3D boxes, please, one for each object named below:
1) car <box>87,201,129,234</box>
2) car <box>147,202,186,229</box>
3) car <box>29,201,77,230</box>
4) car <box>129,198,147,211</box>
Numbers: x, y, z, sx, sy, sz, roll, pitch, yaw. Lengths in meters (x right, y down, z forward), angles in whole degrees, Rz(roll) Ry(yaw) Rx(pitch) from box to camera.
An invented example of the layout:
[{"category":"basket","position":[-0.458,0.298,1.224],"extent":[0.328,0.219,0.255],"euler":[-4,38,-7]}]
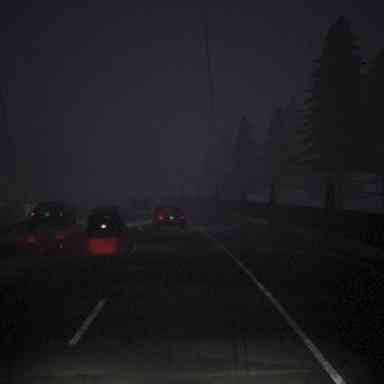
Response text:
[{"category":"car","position":[-4.813,1.481,19.162],"extent":[1.837,1.490,4.892],"euler":[0,0,-8]},{"category":"car","position":[-1.602,1.521,21.451],"extent":[2.033,1.411,5.357],"euler":[0,0,-10]},{"category":"car","position":[-8.742,1.325,21.267],"extent":[2.097,1.767,4.553],"euler":[0,0,-10]},{"category":"car","position":[-6.516,1.428,39.915],"extent":[1.882,1.535,5.008],"euler":[0,0,-19]}]
